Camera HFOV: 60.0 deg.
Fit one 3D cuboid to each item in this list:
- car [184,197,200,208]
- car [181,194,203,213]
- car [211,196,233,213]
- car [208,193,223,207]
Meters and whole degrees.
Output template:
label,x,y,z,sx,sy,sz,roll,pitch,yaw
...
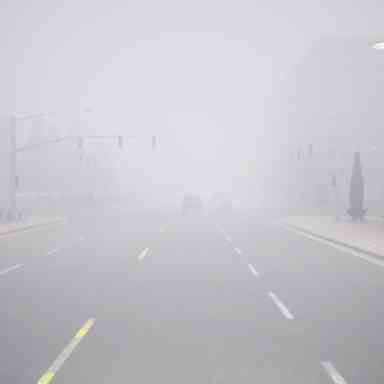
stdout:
label,x,y,z,sx,sy,sz,roll,pitch,yaw
car,0.051,1.471,48.267,2.033,1.411,5.357,0,0,2
car,-0.007,1.187,36.635,2.150,2.045,5.566,0,0,0
car,3.493,1.483,37.022,1.812,1.442,4.674,0,0,0
car,3.506,1.146,48.494,2.150,2.045,5.566,0,0,0
